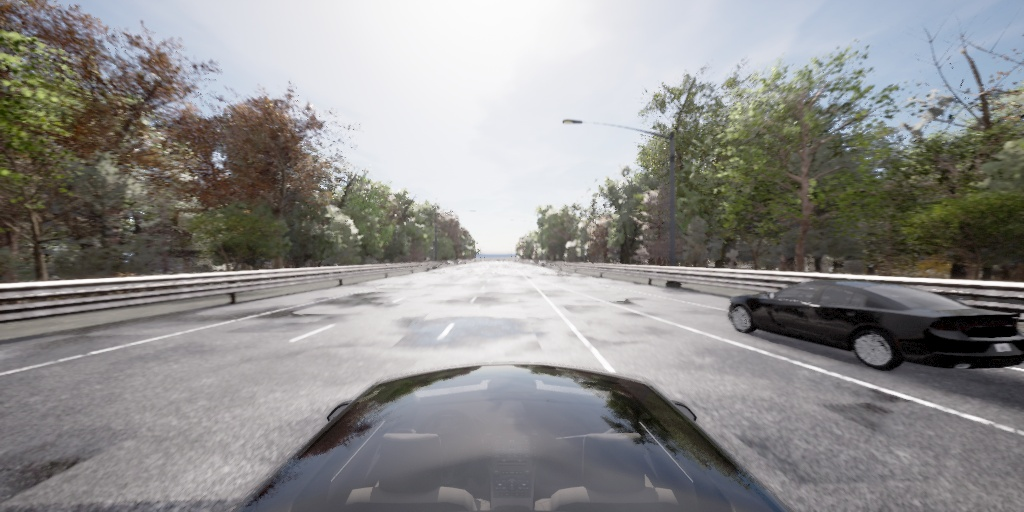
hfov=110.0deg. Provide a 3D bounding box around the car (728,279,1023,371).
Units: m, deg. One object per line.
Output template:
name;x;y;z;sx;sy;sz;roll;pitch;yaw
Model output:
car;7.117;1.248;7.898;1.882;1.535;5.008;0;0;-8
